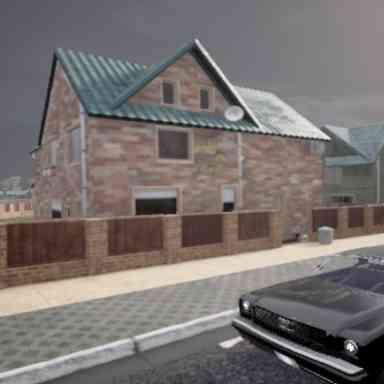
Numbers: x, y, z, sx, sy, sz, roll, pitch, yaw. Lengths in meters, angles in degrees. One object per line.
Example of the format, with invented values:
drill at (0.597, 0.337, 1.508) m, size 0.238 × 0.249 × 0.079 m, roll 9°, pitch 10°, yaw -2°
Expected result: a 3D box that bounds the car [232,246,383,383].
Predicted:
car at (2.881, 1.602, 5.076) m, size 4.718 × 1.301 × 1.895 m, roll 0°, pitch 0°, yaw -35°
